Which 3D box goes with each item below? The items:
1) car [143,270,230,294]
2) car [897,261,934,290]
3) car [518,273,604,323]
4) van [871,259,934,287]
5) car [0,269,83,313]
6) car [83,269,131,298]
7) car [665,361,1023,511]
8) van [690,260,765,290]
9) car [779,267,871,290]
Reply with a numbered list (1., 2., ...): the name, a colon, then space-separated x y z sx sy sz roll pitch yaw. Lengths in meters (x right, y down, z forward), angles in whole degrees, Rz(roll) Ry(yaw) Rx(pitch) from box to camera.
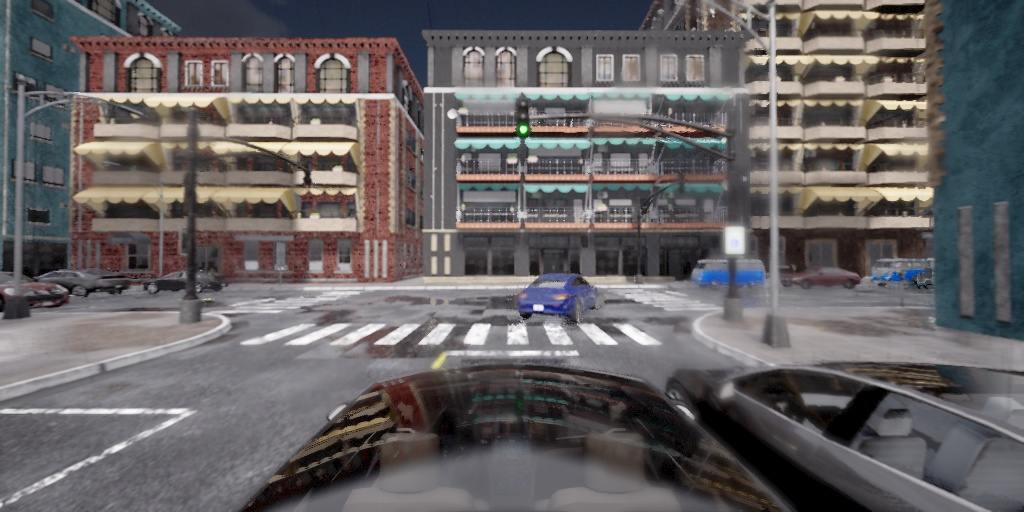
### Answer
1. car: -19.701 1.532 21.767 4.403 1.370 2.007 0 0 0
2. car: 24.641 1.162 19.432 4.902 1.511 2.128 0 -1 0
3. car: 1.755 1.312 12.331 1.812 1.442 4.674 -1 -1 26
4. van: 24.364 1.049 21.885 3.998 1.789 1.690 0 0 0
5. car: -19.656 1.304 13.629 4.097 1.591 1.967 0 0 0
6. car: -23.462 1.460 19.158 4.902 1.511 2.128 0 -1 0
7. car: 2.567 1.318 2.248 1.948 1.339 4.313 0 0 0
8. van: 13.084 1.116 21.822 3.998 1.789 1.690 0 0 0
9. car: 18.724 1.323 21.853 4.207 1.307 1.802 0 0 0
